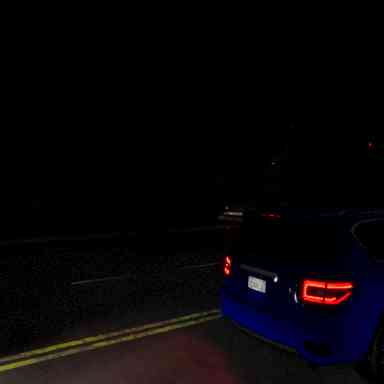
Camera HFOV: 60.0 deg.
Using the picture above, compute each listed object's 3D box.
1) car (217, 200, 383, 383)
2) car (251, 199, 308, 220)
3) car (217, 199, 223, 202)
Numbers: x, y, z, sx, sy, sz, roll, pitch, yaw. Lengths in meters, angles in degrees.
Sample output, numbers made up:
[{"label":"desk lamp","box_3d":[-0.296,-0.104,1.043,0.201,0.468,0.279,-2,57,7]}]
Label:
[{"label":"car","box_3d":[3.043,1.221,5.526,5.566,2.045,2.150,0,0,-33]},{"label":"car","box_3d":[7.644,1.478,29.522,1.882,1.535,5.008,0,0,-31]},{"label":"car","box_3d":[2.525,1.491,38.094,2.128,1.511,4.902,0,0,-31]}]
